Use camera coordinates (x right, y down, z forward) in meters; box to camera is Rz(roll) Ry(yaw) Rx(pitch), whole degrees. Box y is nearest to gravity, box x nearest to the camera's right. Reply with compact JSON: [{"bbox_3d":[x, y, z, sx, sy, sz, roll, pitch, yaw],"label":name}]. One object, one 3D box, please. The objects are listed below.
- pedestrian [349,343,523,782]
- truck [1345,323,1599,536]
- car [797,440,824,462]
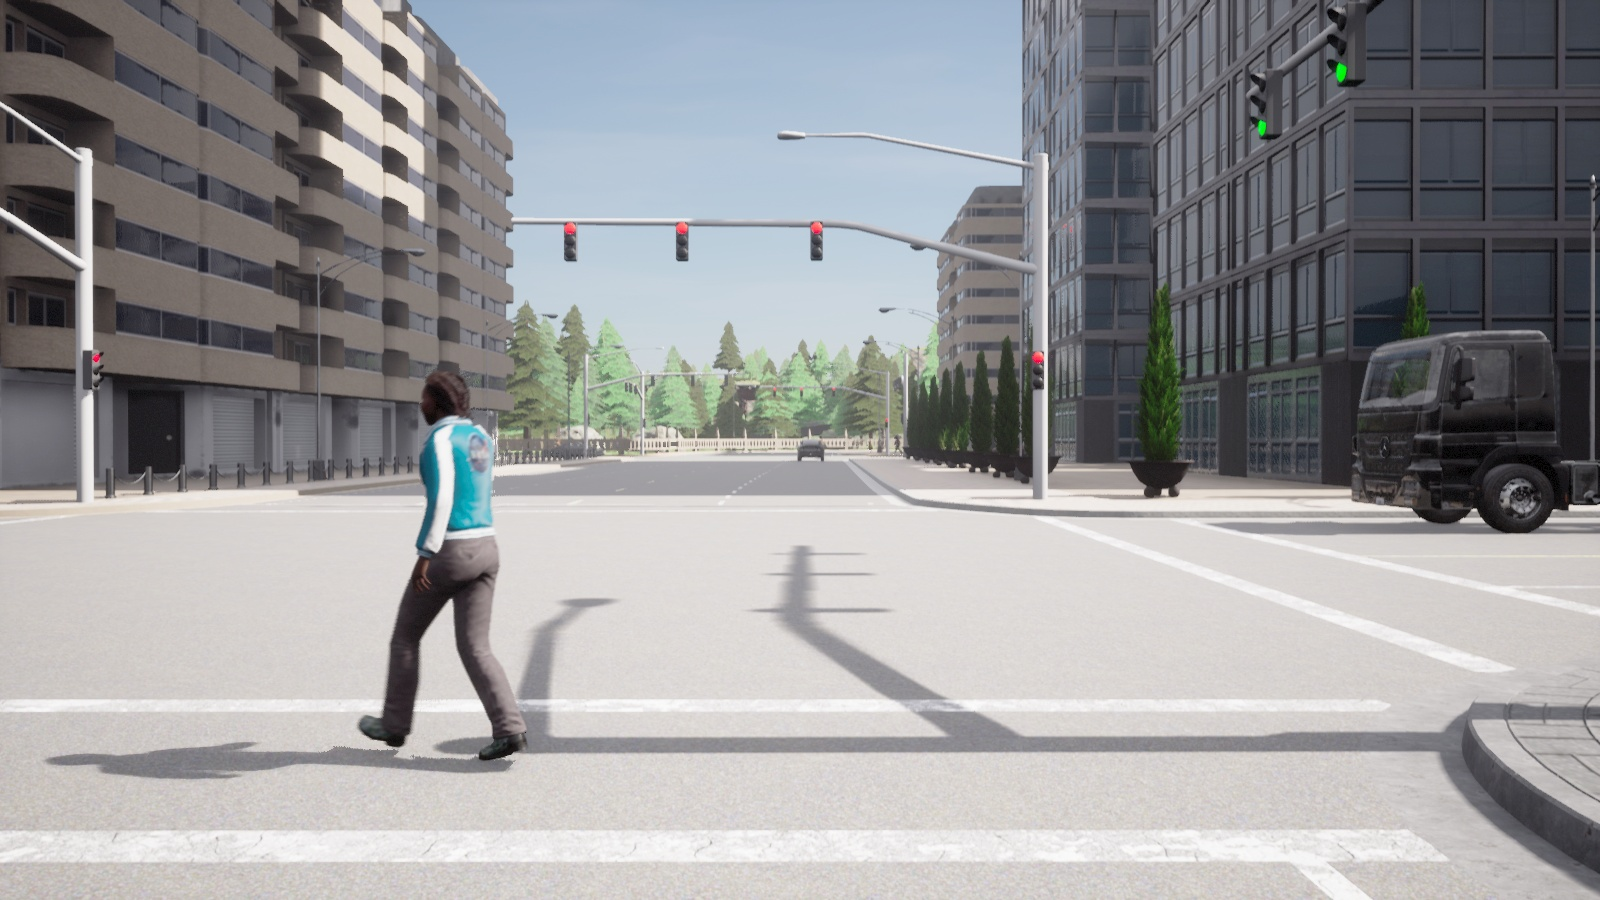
[{"bbox_3d":[-1.694,0.493,5.851,0.692,1.930,0.396,0,0,27],"label":"pedestrian"},{"bbox_3d":[14.069,-0.339,21.797,7.936,3.462,2.891,0,0,1],"label":"truck"},{"bbox_3d":[0.767,0.069,87.438,1.837,1.490,4.892,0,0,1],"label":"car"}]
